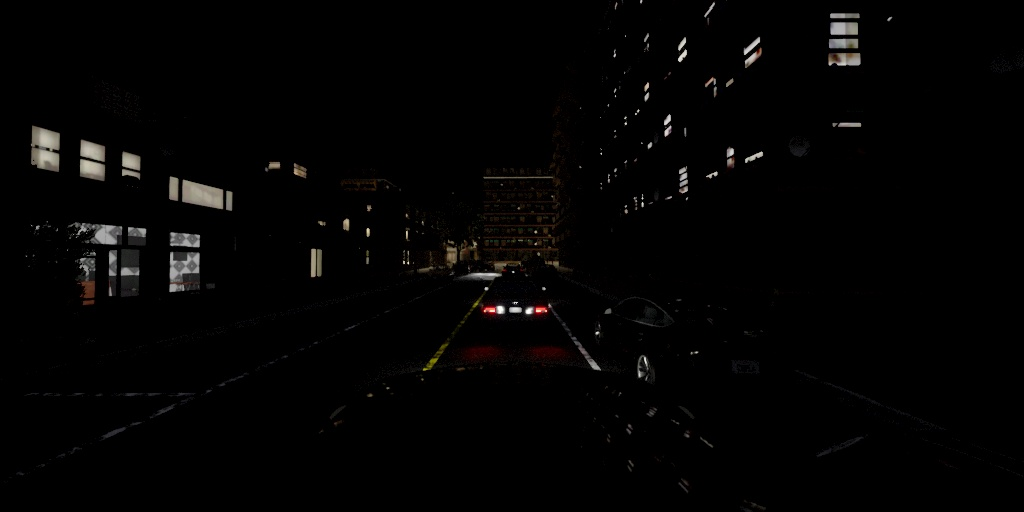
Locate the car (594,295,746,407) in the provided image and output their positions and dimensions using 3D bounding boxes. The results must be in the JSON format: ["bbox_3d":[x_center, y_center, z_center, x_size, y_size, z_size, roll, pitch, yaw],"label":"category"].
[{"bbox_3d":[2.692,1.317,6.223,1.948,1.339,4.313,0,0,0],"label":"car"}]

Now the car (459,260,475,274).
[{"bbox_3d":[-5.653,1.209,40.284,1.967,1.591,4.097,0,0,0],"label":"car"}]

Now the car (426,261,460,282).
[{"bbox_3d":[-5.654,1.288,28.742,1.751,1.417,4.829,0,0,0],"label":"car"}]

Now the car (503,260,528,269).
[{"bbox_3d":[0.103,1.328,32.288,1.994,1.385,4.181,0,0,0],"label":"car"}]

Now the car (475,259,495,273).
[{"bbox_3d":[-3.090,1.373,44.610,1.895,1.301,4.718,0,0,0],"label":"car"}]

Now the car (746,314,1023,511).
[{"bbox_3d":[2.691,1.189,0.536,1.967,1.591,4.097,0,0,0],"label":"car"}]

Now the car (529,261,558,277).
[{"bbox_3d":[2.694,1.313,28.969,2.007,1.370,4.403,0,0,0],"label":"car"}]

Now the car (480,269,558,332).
[{"bbox_3d":[0.096,1.301,10.841,2.033,1.411,5.357,0,0,0],"label":"car"}]

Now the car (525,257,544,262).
[{"bbox_3d":[2.695,1.084,40.343,2.192,1.841,5.009,0,0,0],"label":"car"}]

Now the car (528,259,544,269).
[{"bbox_3d":[2.694,1.291,34.825,1.751,1.417,4.829,0,0,0],"label":"car"}]
